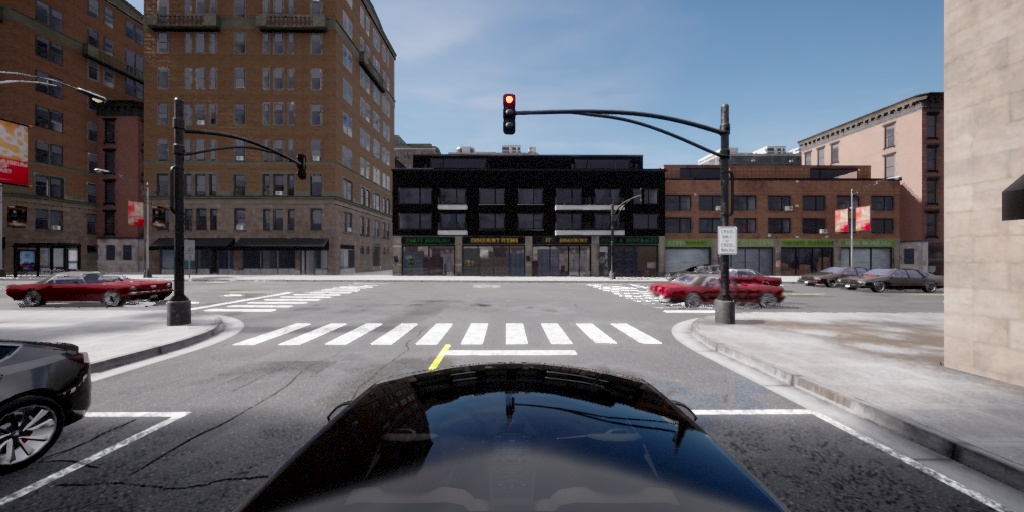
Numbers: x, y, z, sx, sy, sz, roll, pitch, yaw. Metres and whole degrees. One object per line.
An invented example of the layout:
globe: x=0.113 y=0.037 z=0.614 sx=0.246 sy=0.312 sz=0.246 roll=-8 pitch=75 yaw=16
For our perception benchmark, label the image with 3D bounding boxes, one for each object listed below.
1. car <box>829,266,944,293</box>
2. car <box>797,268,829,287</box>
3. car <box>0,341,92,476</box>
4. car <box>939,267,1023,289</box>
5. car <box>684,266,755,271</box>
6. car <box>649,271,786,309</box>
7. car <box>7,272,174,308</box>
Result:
car: x=22.718 y=1.421 z=21.451 sx=5.357 sy=1.411 sz=2.033 roll=0 pitch=0 yaw=-1
car: x=22.905 y=1.422 z=24.707 sx=5.357 sy=1.411 sz=2.033 roll=0 pitch=0 yaw=-1
car: x=-5.388 y=1.316 z=2.073 sx=1.948 sy=1.339 sz=4.313 roll=0 pitch=0 yaw=-1
car: x=32.829 y=1.492 z=24.831 sx=4.181 sy=1.385 sz=1.994 roll=0 pitch=0 yaw=-1
car: x=13.071 y=1.424 z=21.323 sx=4.718 sy=1.301 sz=1.895 roll=0 pitch=0 yaw=-1
car: x=8.242 y=1.399 z=14.555 sx=4.718 sy=1.301 sz=1.895 roll=0 pitch=0 yaw=-1
car: x=-16.443 y=1.278 z=14.223 sx=4.718 sy=1.301 sz=1.895 roll=0 pitch=0 yaw=-1
